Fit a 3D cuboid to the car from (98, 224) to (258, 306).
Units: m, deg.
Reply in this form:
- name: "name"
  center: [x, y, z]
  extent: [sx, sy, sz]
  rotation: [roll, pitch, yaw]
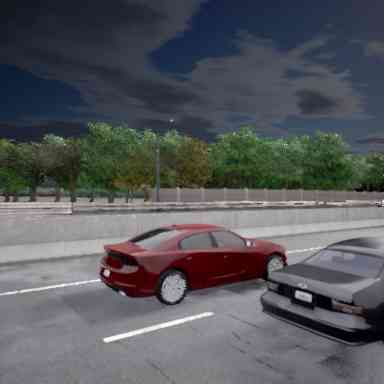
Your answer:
- name: "car"
  center: [0.264, 1.531, 8.240]
  extent: [5.008, 1.535, 1.882]
  rotation: [1, 0, -36]

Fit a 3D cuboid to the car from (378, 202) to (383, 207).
- name: "car"
  center: [34.713, 2.276, 58.809]
  extent: [4.674, 1.442, 1.812]
  rotation: [1, 0, -36]

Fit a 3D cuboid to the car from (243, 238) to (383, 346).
- name: "car"
  center: [3.691, 1.619, 6.387]
  extent: [5.357, 1.411, 2.033]
  rotation: [1, 0, -36]
